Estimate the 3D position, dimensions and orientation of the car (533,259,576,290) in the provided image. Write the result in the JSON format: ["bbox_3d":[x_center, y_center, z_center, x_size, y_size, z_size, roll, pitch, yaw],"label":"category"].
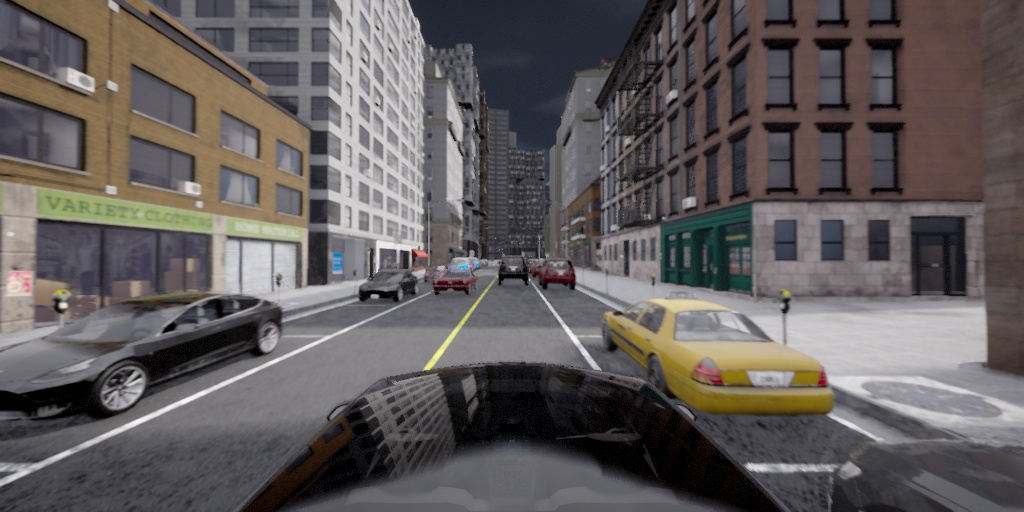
[{"bbox_3d":[2.774,1.078,22.816,2.192,1.841,5.009,0,0,0],"label":"car"}]

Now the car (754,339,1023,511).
[{"bbox_3d":[2.762,1.300,0.378,2.007,1.370,4.403,0,0,0],"label":"car"}]

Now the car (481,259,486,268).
[{"bbox_3d":[-5.735,1.319,56.478,2.007,1.370,4.403,0,0,0],"label":"car"}]

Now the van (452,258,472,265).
[{"bbox_3d":[-5.744,1.108,39.649,1.690,1.789,3.998,0,0,0],"label":"van"}]

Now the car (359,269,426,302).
[{"bbox_3d":[-5.755,1.323,17.211,1.948,1.339,4.313,0,0,0],"label":"car"}]

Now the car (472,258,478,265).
[{"bbox_3d":[-5.741,1.208,45.259,1.967,1.591,4.097,0,0,0],"label":"car"}]

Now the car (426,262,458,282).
[{"bbox_3d":[-5.749,1.345,28.429,1.802,1.307,4.207,0,0,0],"label":"car"}]

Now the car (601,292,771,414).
[{"bbox_3d":[2.765,1.279,6.158,1.751,1.417,4.829,0,0,0],"label":"car"}]

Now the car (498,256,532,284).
[{"bbox_3d":[0.095,0.988,26.916,2.150,2.045,5.566,0,0,0],"label":"car"}]

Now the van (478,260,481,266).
[{"bbox_3d":[-5.738,1.109,50.868,1.690,1.789,3.998,0,0,0],"label":"van"}]

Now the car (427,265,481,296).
[{"bbox_3d":[-3.018,1.361,19.786,1.895,1.301,4.718,0,0,1],"label":"car"}]

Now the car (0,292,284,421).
[{"bbox_3d":[-5.761,1.317,5.993,1.948,1.339,4.313,0,0,0],"label":"car"}]
